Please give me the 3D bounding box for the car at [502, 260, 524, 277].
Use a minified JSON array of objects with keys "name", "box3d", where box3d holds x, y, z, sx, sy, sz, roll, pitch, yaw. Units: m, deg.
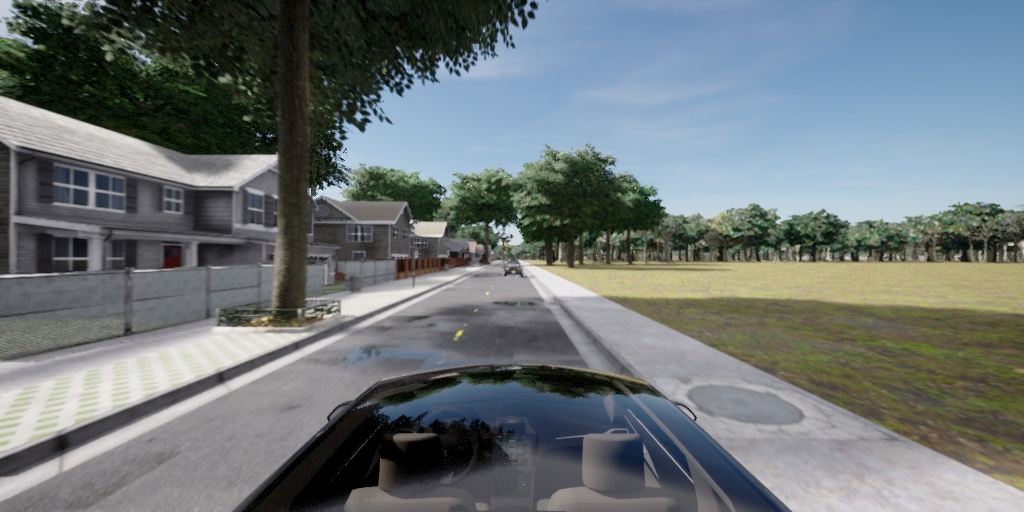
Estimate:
[{"name":"car","box3d":[0.154,1.318,35.270,1.812,1.442,4.674,0,-1,0]}]
